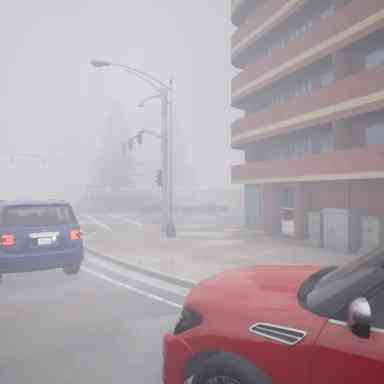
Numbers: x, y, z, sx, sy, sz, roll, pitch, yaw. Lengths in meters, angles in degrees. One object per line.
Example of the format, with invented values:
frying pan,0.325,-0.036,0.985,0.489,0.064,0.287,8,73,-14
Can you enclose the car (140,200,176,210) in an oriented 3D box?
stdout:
car,-3.340,1.581,36.167,4.674,1.442,1.812,0,0,-22

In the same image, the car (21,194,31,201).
car,-40.415,1.355,81.065,2.097,1.767,4.553,0,0,-23

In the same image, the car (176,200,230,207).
car,1.116,1.656,34.250,4.718,1.301,1.895,0,0,-23

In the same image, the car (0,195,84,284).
car,-4.951,1.221,9.811,2.150,2.045,5.566,0,0,-36

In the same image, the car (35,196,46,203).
car,-33.219,1.540,73.066,2.033,1.411,5.357,0,0,-23

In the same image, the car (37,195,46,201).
car,-37.240,1.478,82.542,1.882,1.535,5.008,0,0,-23

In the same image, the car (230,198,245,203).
car,5.187,1.533,39.732,5.008,1.535,1.882,0,0,-23

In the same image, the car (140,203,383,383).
car,2.348,1.221,2.453,5.566,2.045,2.150,0,0,36
